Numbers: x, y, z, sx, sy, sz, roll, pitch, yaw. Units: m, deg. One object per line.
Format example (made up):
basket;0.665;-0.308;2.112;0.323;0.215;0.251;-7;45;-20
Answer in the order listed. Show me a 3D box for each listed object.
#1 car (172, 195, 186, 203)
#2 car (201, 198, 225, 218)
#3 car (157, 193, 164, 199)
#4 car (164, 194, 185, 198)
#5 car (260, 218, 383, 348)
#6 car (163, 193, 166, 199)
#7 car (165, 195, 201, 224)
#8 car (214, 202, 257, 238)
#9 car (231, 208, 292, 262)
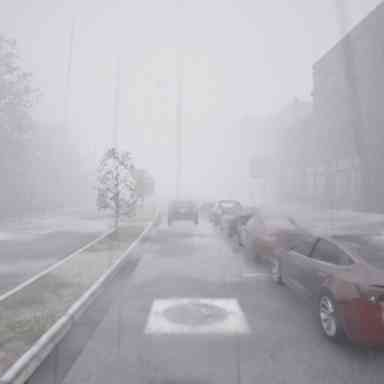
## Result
car;-2.614;1.310;67.326;2.231;1.521;4.892;0;0;-10
car;1.594;1.440;34.198;2.231;1.521;4.892;0;0;-4
car;-7.472;1.133;89.131;1.946;1.575;5.366;0;0;-14
car;-2.084;1.428;41.433;2.128;1.511;4.902;0;0;-6
car;2.990;1.507;6.460;2.163;1.488;4.792;0;0;-1
car;-4.870;1.221;78.425;1.946;1.575;5.366;0;0;-12
car;-0.731;1.325;24.678;2.097;1.767;4.553;0;0;-3
car;2.659;1.496;17.587;2.163;1.488;4.792;0;0;-2
car;2.852;1.513;11.987;2.002;1.452;4.674;0;0;-2
